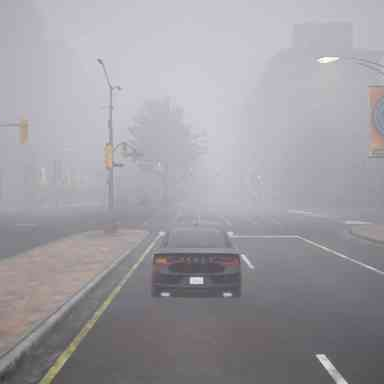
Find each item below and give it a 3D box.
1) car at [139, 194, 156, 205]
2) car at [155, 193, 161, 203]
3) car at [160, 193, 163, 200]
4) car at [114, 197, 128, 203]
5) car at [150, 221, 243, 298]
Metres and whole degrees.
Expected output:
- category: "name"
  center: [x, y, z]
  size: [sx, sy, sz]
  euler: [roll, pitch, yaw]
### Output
- category: "car"
  center: [-7.865, 1.505, 56.597]
  size: [1.837, 1.490, 4.892]
  euler: [0, 0, 1]
- category: "car"
  center: [-7.781, 1.526, 65.961]
  size: [1.812, 1.442, 4.674]
  euler: [0, 0, 1]
- category: "car"
  center: [-7.707, 1.225, 76.608]
  size: [2.150, 2.045, 5.566]
  euler: [0, 0, 0]
- category: "car"
  center: [-14.490, 1.595, 67.967]
  size: [1.895, 1.301, 4.718]
  euler: [0, 0, 0]
- category: "car"
  center: [0.110, 1.478, 8.590]
  size: [1.882, 1.535, 5.008]
  euler: [0, 0, 1]
